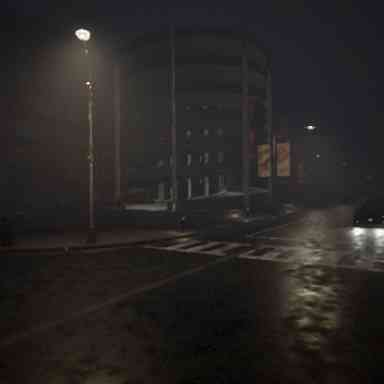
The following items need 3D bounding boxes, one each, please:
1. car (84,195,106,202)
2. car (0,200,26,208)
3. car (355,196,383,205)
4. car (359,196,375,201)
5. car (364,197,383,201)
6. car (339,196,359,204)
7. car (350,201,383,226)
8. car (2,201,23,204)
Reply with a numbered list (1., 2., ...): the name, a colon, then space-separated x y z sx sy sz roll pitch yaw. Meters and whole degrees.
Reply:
1. car: -21.345 1.608 72.582 5.566 2.045 2.435 -1 0 32
2. car: -30.450 2.075 56.459 4.718 1.301 1.895 -1 0 32
3. car: 30.987 1.434 58.232 1.812 1.442 4.674 -1 0 -11
4. car: 22.184 1.409 40.581 1.882 1.535 5.008 -1 0 19
5. car: 17.556 1.490 31.154 2.033 1.411 5.357 -1 0 30
6. car: 27.509 1.474 57.838 1.812 1.442 4.674 -1 0 -11
7. car: 12.071 1.530 22.246 1.994 1.385 4.181 -1 0 32
8. car: -24.435 1.806 43.866 4.674 1.452 2.002 -1 0 32
